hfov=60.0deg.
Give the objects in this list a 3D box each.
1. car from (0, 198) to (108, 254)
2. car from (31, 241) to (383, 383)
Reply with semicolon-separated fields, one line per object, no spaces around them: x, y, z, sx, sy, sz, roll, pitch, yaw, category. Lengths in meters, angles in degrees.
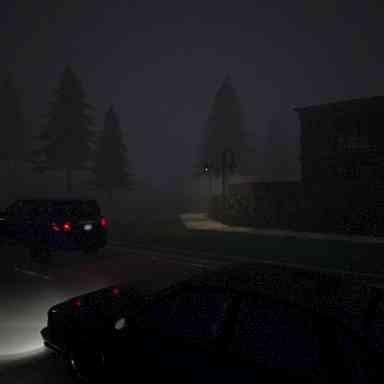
-5.512;1.221;12.224;5.566;2.045;2.150;0;0;35;car
0.633;1.547;3.537;5.357;1.411;2.033;0;0;36;car
